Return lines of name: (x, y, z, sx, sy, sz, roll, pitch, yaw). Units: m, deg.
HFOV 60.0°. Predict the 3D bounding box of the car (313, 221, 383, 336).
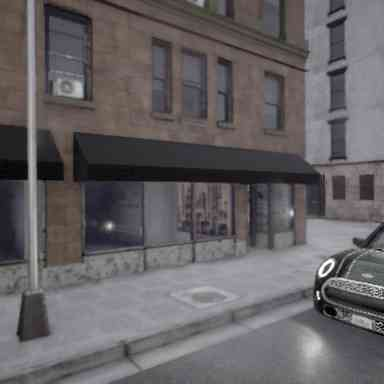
car: (4.305, 1.287, 6.218, 4.553, 1.767, 2.097, -1, 0, -36)
